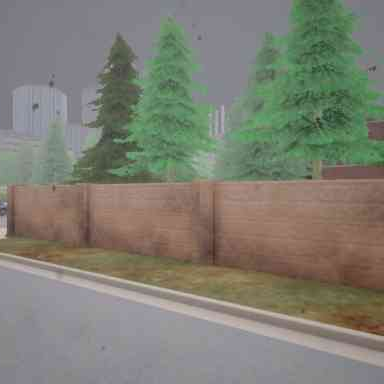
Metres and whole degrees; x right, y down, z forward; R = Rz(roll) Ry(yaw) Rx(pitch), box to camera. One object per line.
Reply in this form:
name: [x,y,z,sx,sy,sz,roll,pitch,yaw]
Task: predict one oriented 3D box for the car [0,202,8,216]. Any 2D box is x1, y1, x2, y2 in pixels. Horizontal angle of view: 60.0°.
car: [-17.472,1.526,33.034,1.812,1.442,4.674,0,0,35]
